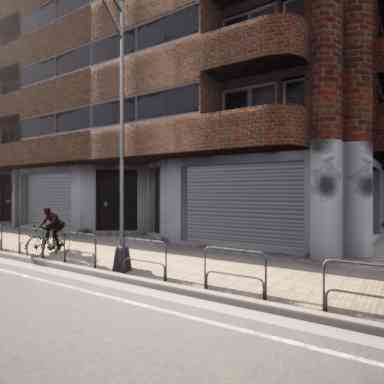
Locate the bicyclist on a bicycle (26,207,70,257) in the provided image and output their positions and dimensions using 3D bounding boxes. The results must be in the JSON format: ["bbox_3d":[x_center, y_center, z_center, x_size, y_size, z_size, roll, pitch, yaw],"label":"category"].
[{"bbox_3d":[-4.751,1.333,11.134,0.582,1.620,1.656,0,-4,33],"label":"bicyclist on a bicycle"}]
